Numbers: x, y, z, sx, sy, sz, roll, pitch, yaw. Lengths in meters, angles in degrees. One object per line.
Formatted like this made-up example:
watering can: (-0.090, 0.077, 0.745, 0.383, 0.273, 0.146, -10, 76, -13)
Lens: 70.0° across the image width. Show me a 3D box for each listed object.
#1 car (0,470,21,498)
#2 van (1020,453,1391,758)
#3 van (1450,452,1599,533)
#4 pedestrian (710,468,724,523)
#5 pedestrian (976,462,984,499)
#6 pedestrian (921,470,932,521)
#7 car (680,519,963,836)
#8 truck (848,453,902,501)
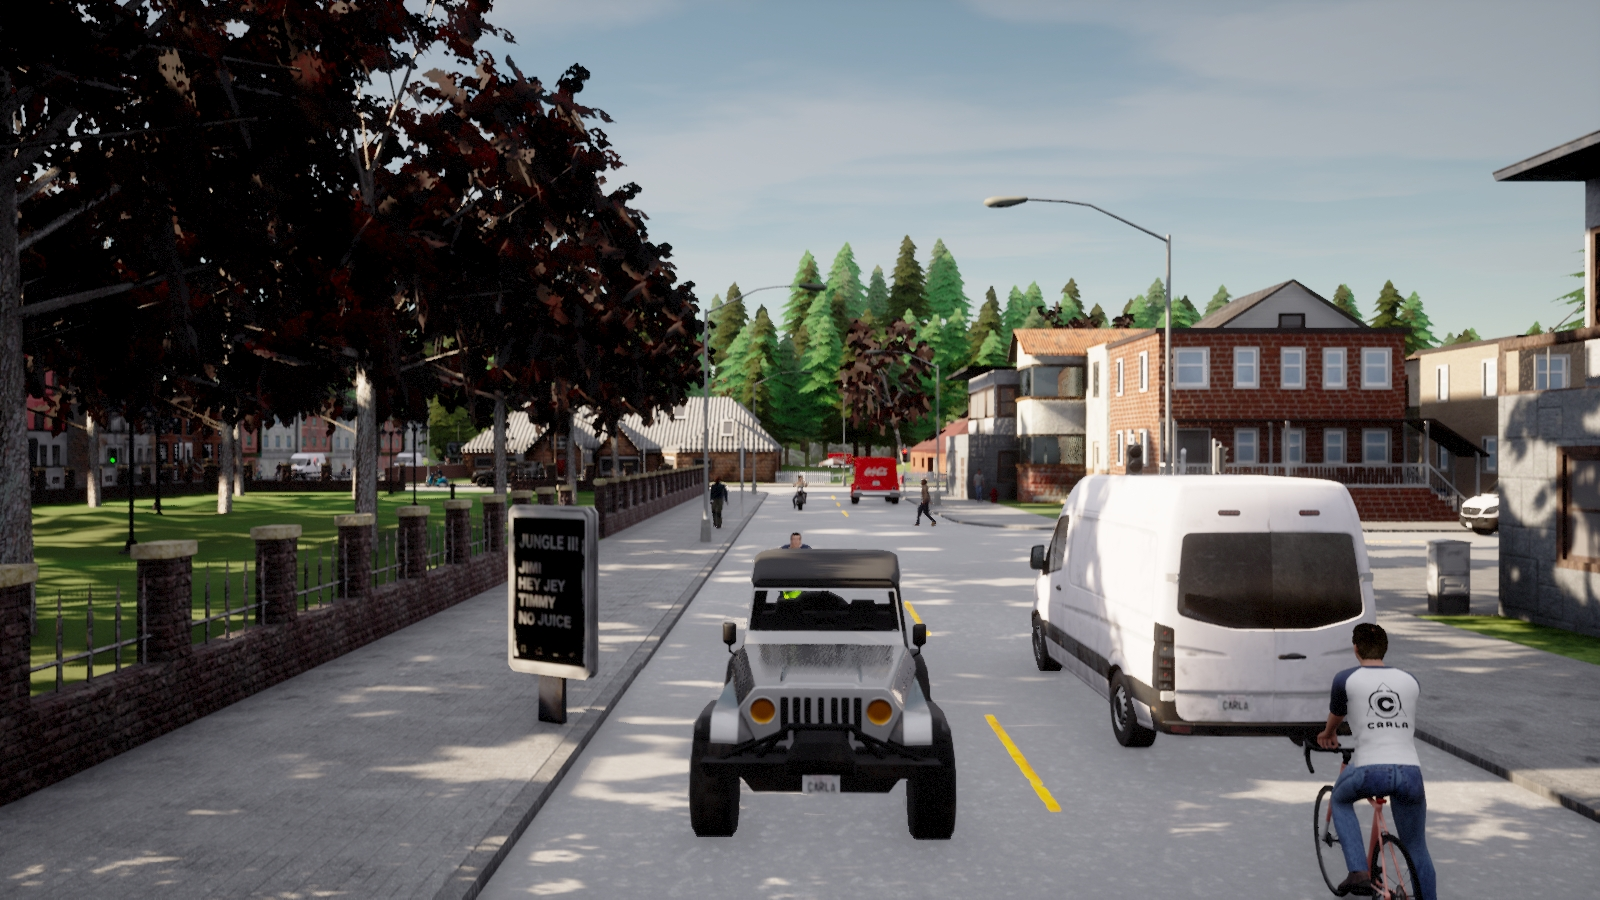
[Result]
car: (-45.283, 1.873, 62.442, 2.128, 1.511, 4.902, 0, 0, 0)
van: (4.000, 1.325, 12.626, 1.988, 2.561, 5.915, 0, 0, 0)
van: (24.712, 1.342, 37.233, 5.915, 2.561, 1.988, 0, 0, 0)
pedestrian: (-2.823, 1.553, 39.010, 0.375, 1.860, 0.375, 0, 0, 15)
pedestrian: (9.258, 1.566, 58.729, 0.375, 1.860, 0.375, 0, 0, -2)
pedestrian: (4.635, 1.659, 41.852, 0.375, 1.860, 0.375, 0, 0, 2)
car: (0.213, 1.645, 9.627, 1.905, 1.878, 3.866, 0, 0, 2)
truck: (3.969, 1.392, 61.570, 2.627, 2.467, 5.204, 0, 0, 1)
